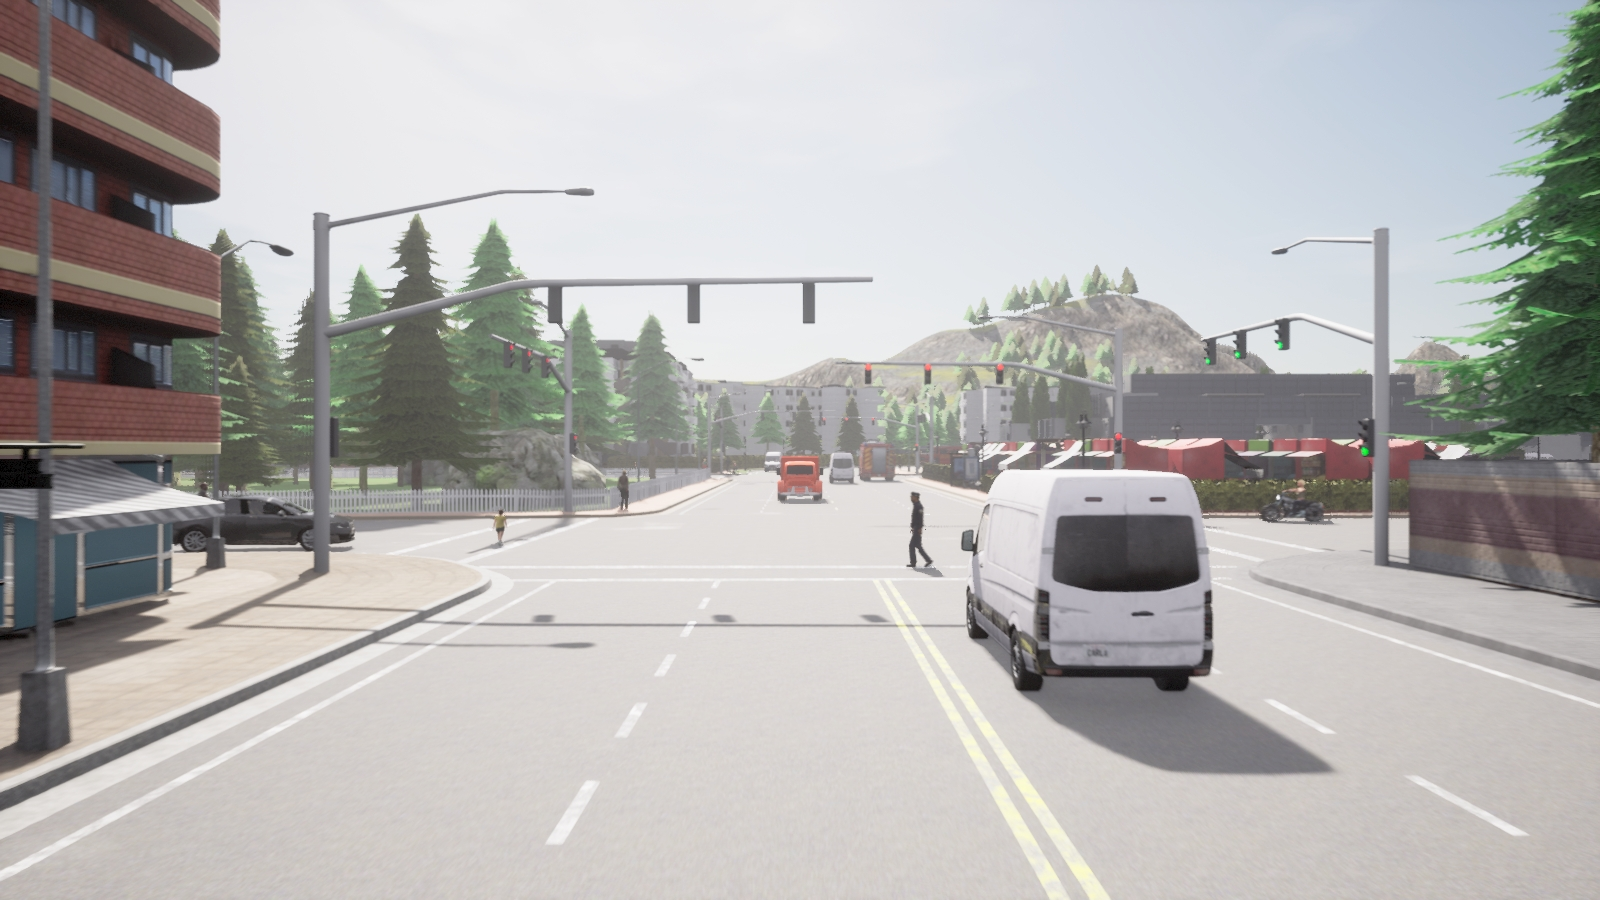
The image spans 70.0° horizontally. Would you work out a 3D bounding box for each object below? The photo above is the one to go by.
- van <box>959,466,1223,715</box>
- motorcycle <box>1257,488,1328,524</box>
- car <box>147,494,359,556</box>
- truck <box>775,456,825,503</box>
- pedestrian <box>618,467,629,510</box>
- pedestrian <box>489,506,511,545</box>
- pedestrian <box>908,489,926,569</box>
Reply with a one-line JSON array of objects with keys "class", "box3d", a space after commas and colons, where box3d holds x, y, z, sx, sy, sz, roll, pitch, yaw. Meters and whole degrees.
[{"class": "van", "box3d": [3.505, 1.534, 15.094, 1.988, 2.561, 5.915, 0, 0, 0]}, {"class": "motorcycle", "box3d": [18.562, 2.099, 43.071, 2.356, 1.307, 0.764, 0, 0, 0]}, {"class": "car", "box3d": [-14.765, 2.005, 31.189, 4.892, 1.480, 2.231, 0, 0, -15]}, {"class": "truck", "box3d": [-0.004, 1.568, 62.869, 2.627, 2.467, 5.204, 0, 0, 0]}, {"class": "pedestrian", "box3d": [-7.743, 1.697, 50.191, 0.375, 1.860, 0.375, 0, 0, 9]}, {"class": "pedestrian", "box3d": [-8.630, 2.176, 32.899, 0.500, 1.100, 0.500, 0, 0, 0]}, {"class": "pedestrian", "box3d": [2.757, 1.844, 26.885, 0.375, 1.860, 0.375, 0, 0, -3]}]
